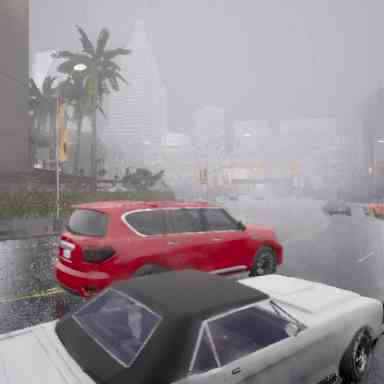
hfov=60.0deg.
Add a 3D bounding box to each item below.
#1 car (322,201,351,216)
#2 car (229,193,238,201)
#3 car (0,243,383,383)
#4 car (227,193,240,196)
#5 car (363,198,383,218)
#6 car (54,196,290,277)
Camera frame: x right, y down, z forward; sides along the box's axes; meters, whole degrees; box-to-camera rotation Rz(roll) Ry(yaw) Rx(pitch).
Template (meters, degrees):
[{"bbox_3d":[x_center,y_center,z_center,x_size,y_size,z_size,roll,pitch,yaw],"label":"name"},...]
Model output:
[{"bbox_3d":[13.892,1.545,32.160,1.994,1.385,4.181,0,0,12],"label":"car"},{"bbox_3d":[10.797,1.289,87.333,2.185,1.767,4.553,0,0,7],"label":"car"},{"bbox_3d":[0.229,1.598,3.684,4.718,1.301,1.895,0,0,-37],"label":"car"},{"bbox_3d":[10.165,1.419,80.938,2.097,1.535,5.008,0,0,7],"label":"car"},{"bbox_3d":[16.994,1.337,29.954,2.097,1.767,4.553,0,0,14],"label":"car"},{"bbox_3d":[-0.223,1.215,7.770,5.566,2.045,2.150,0,0,-40],"label":"car"}]
